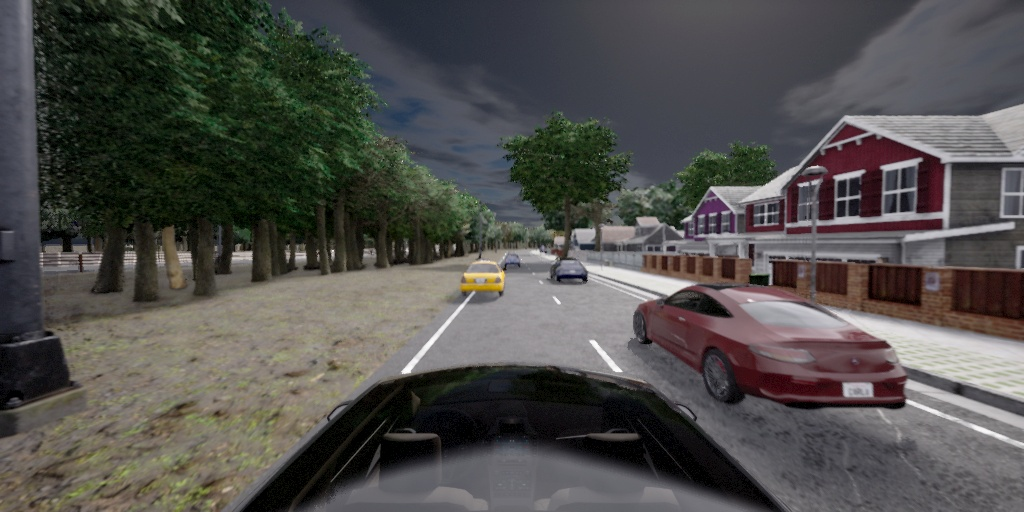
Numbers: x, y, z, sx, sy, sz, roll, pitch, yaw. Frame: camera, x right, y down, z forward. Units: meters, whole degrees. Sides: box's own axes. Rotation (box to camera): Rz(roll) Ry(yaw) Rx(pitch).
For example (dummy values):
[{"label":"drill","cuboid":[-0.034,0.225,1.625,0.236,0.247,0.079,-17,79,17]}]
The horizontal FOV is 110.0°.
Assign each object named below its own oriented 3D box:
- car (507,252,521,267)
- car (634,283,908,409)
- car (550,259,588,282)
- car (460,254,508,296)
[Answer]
[{"label":"car","cuboid":[0.049,0.461,41.822,2.033,1.411,5.357,0,1,0]},{"label":"car","cuboid":[3.599,1.179,6.029,1.812,1.442,4.674,0,1,0]},{"label":"car","cuboid":[3.592,0.851,23.205,1.994,1.385,4.181,0,1,0]},{"label":"car","cuboid":[-1.230,0.881,16.573,1.801,1.575,5.366,0,1,0]}]
